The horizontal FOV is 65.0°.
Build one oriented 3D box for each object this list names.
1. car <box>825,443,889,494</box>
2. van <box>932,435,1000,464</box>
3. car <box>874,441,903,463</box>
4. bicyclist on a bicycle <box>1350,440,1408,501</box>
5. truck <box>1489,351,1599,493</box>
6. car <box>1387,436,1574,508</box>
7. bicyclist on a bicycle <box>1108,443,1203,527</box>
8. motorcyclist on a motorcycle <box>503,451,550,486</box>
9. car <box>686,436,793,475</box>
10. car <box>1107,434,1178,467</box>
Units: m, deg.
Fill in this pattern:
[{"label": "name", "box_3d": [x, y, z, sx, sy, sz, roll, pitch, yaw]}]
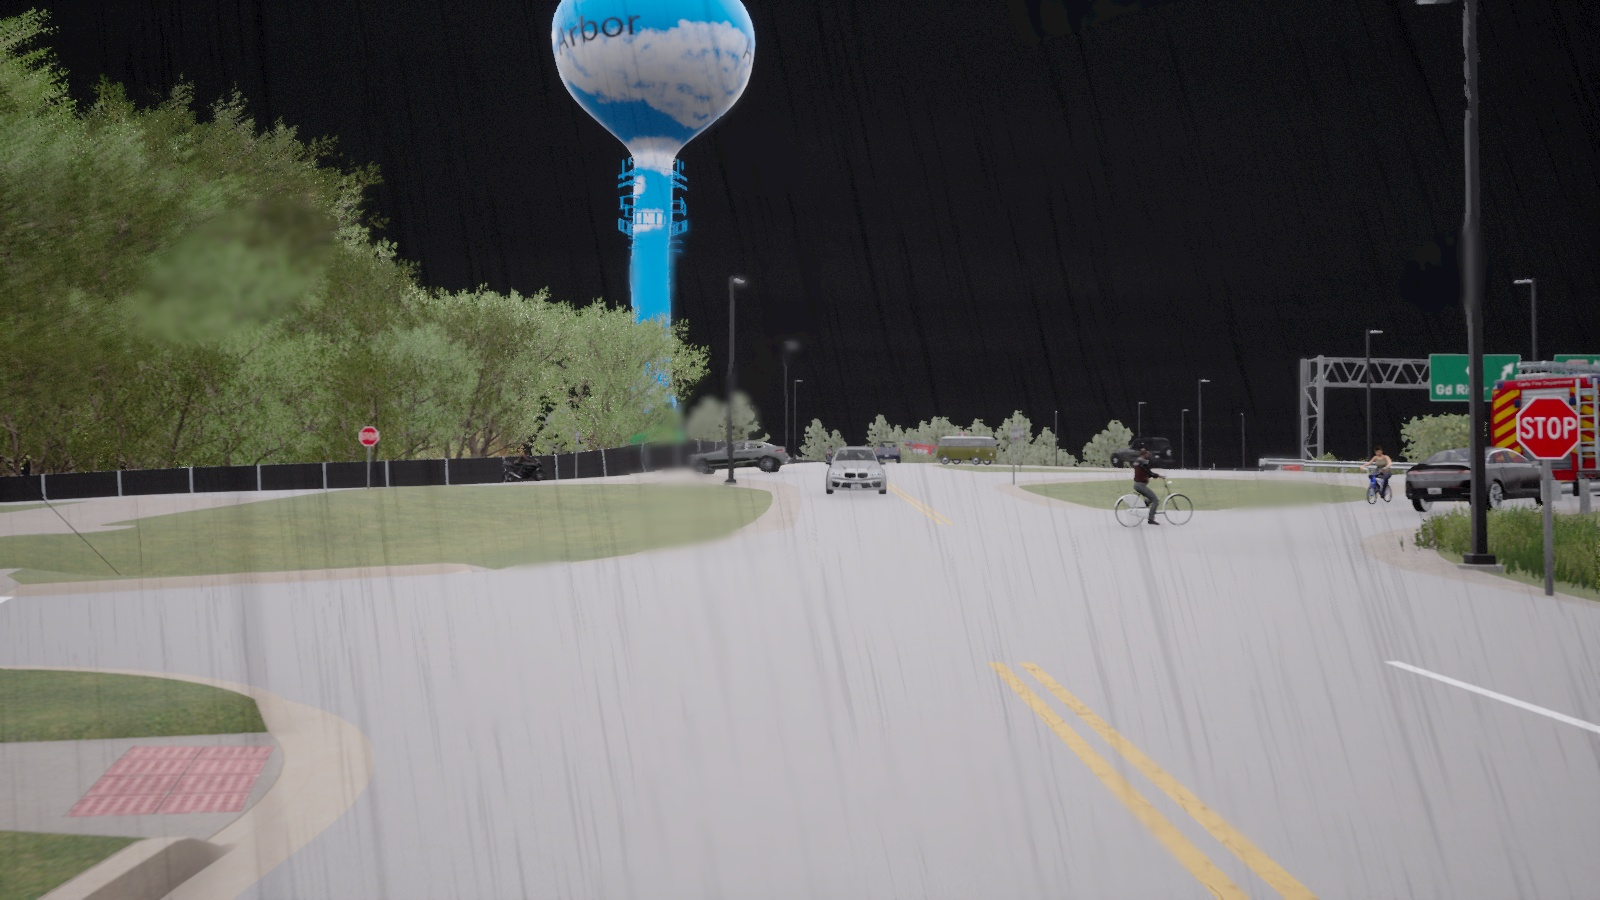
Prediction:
[{"label": "car", "box_3d": [2.064, 0.648, 46.383, 2.242, 1.667, 4.611, 0, 2, 2]}, {"label": "van", "box_3d": [11.591, -0.039, 87.903, 4.442, 1.987, 1.775, 0, 0, 40]}, {"label": "car", "box_3d": [6.152, 0.150, 86.846, 1.845, 1.501, 3.633, 0, 0, 6]}, {"label": "bicyclist on a bicycle", "box_3d": [16.280, 0.575, 35.302, 1.509, 1.612, 0.866, -3, 0, -41]}, {"label": "truck", "box_3d": [23.880, -0.810, 37.536, 8.468, 3.827, 2.891, -2, -1, -41]}, {"label": "car", "box_3d": [16.484, 0.514, 30.324, 4.902, 1.511, 2.128, -2, -1, -38]}, {"label": "bicyclist on a bicycle", "box_3d": [7.988, 0.784, 28.236, 1.843, 1.776, 0.659, -3, -1, -7]}, {"label": "motorcyclist on a motorcycle", "box_3d": [-12.636, 0.851, 57.995, 2.044, 1.523, 0.797, -2, 0, -12]}, {"label": "car", "box_3d": [-3.032, 0.273, 63.180, 5.027, 1.651, 2.152, -3, 0, 6]}, {"label": "car", "box_3d": [20.664, 0.028, 75.870, 1.905, 1.878, 3.866, 1, -1, -34]}]
